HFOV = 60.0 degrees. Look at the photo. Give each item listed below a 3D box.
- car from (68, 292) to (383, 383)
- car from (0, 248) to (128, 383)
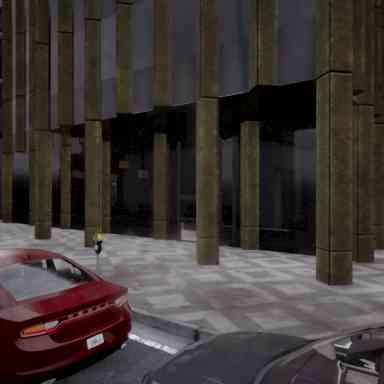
[{"bbox_3d":[1.517,1.551,1.876,4.403,1.369,2.008,0,0,36],"label":"car"},{"bbox_3d":[-2.898,1.544,5.051,4.507,1.381,1.887,0,0,36],"label":"car"}]
